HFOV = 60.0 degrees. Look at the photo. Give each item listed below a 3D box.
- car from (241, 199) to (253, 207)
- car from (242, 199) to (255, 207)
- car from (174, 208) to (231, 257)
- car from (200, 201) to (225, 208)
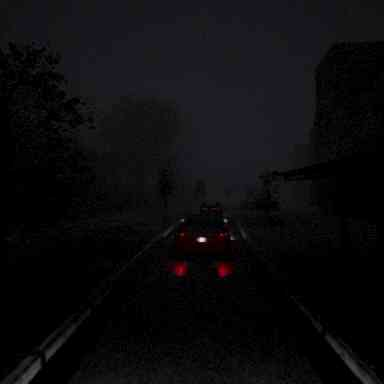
[{"bbox_3d":[9.074,1.822,54.594,2.097,1.535,5.008,-1,-1,12],"label":"car"},{"bbox_3d":[10.235,1.930,59.969,2.163,1.488,4.792,0,-1,12],"label":"car"},{"bbox_3d":[0.454,1.537,12.930,1.994,1.385,4.181,0,0,4],"label":"car"},{"bbox_3d":[1.650,1.511,27.588,2.128,1.511,4.902,0,0,7],"label":"car"}]
